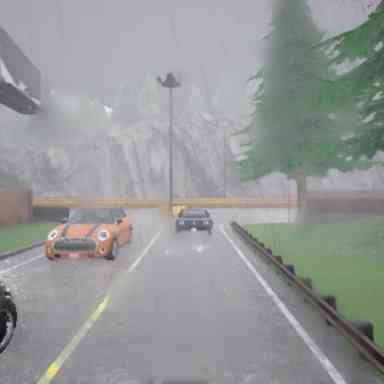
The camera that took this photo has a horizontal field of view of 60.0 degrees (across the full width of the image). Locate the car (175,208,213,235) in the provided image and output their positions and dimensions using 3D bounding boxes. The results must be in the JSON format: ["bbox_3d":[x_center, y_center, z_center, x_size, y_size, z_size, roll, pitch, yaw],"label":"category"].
[{"bbox_3d":[0.103,1.560,18.671,1.895,1.301,4.718,0,0,0],"label":"car"}]

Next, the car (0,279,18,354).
[{"bbox_3d":[-3.566,1.557,3.184,1.994,1.385,4.181,0,0,1],"label":"car"}]

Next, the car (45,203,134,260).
[{"bbox_3d":[-3.518,1.327,12.216,2.097,1.767,4.553,0,0,0],"label":"car"}]
